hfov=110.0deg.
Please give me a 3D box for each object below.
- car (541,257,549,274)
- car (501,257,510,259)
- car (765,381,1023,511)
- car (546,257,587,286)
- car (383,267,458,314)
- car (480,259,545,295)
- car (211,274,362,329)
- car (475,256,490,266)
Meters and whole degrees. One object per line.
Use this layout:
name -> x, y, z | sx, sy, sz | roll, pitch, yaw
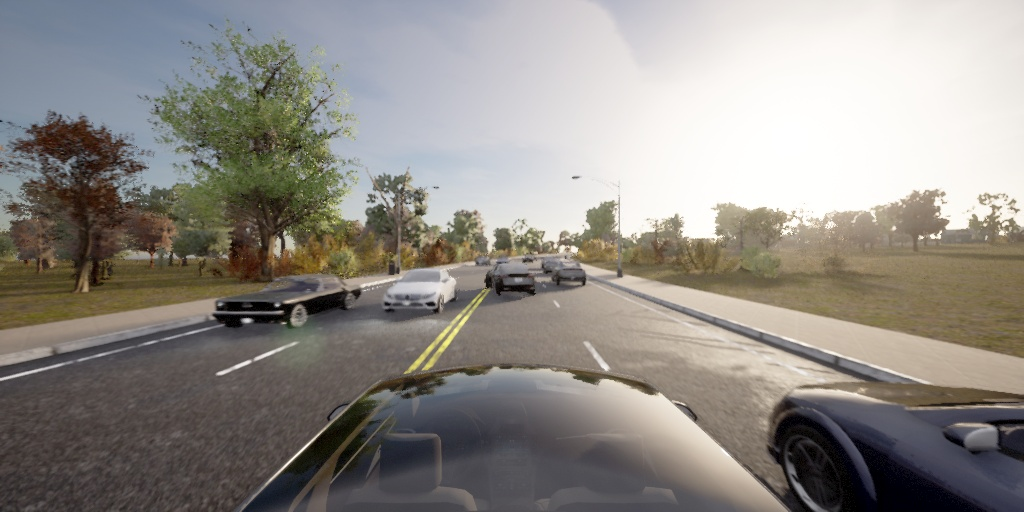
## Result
car -> 4.066, 1.021, 34.228 | 1.994, 1.385, 4.181 | 0, 1, 3
car -> -1.192, 0.786, 55.035 | 2.033, 1.411, 5.357 | 0, 1, 5
car -> 3.245, 1.318, 1.465 | 1.994, 1.385, 4.181 | 0, 0, 0
car -> 3.623, 1.055, 23.313 | 2.128, 1.511, 4.902 | 0, 1, 2
car -> -3.215, 1.176, 13.451 | 1.812, 1.442, 4.674 | 0, 0, 1
car -> -0.144, 1.110, 18.569 | 2.163, 1.488, 4.792 | 0, 1, -12
car -> -6.503, 1.270, 11.042 | 1.895, 1.301, 4.718 | 0, 0, 1
car -> -4.426, 0.731, 55.205 | 2.128, 1.511, 4.902 | 0, 1, 5
